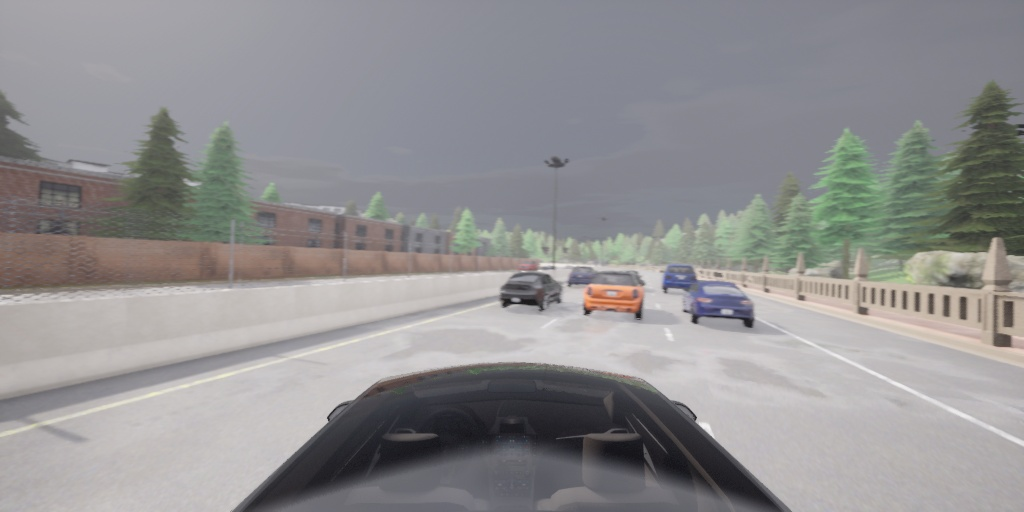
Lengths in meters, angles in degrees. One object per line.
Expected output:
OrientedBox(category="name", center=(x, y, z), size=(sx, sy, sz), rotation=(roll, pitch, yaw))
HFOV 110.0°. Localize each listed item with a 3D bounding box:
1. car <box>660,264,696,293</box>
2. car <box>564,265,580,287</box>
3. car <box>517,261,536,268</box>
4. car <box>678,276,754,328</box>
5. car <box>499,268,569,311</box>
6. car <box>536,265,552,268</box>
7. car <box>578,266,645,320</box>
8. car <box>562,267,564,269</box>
OrientedBox(category="car", center=(12.285, 1.661, 26.580), size=(2.150, 2.045, 5.566), rotation=(1, -1, 20))
OrientedBox(category="car", center=(6.053, 1.645, 29.900), size=(2.097, 1.767, 4.553), rotation=(1, -1, 20))
OrientedBox(category="car", center=(2.707, 1.827, 62.067), size=(2.150, 2.045, 5.566), rotation=(1, -1, 20))
OrientedBox(category="car", center=(7.504, 1.651, 13.334), size=(1.812, 1.442, 4.674), rotation=(1, -1, 20))
OrientedBox(category="car", center=(0.993, 1.468, 15.898), size=(1.837, 1.490, 4.892), rotation=(1, 0, 20))
OrientedBox(category="car", center=(6.048, 2.257, 61.062), size=(1.994, 1.385, 4.181), rotation=(1, -1, 20))
OrientedBox(category="car", center=(4.250, 1.394, 14.606), size=(2.097, 1.767, 4.553), rotation=(1, -1, 20))
OrientedBox(category="car", center=(9.382, 2.306, 59.987), size=(1.812, 1.442, 4.674), rotation=(1, -1, 20))
